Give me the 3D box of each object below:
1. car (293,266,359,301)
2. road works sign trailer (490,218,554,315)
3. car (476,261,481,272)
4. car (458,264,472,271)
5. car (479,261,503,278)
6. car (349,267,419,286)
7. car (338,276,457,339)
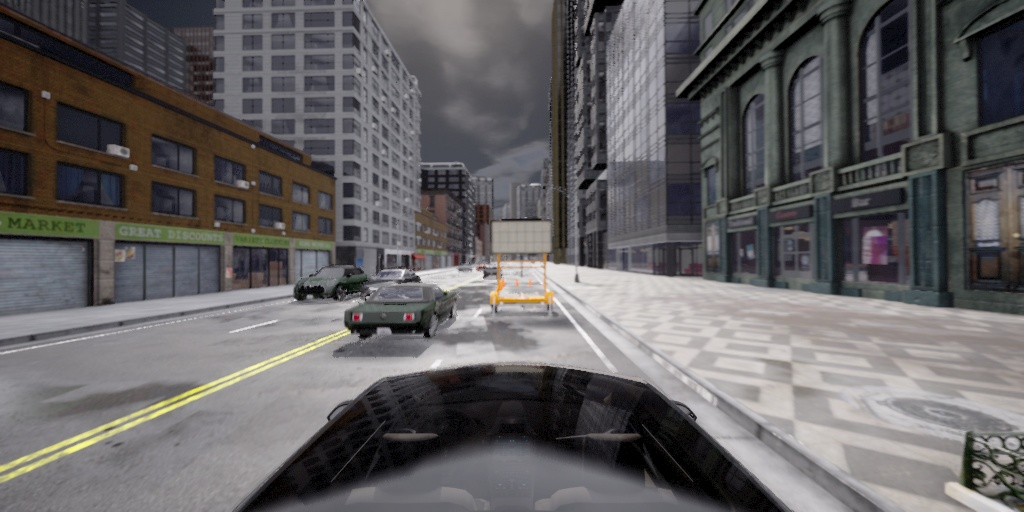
[{"bbox_3d":[-9.329,1.326,18.920,2.097,1.767,4.553,0,-1,2],"label":"car"},{"bbox_3d":[0.394,0.327,14.100,2.380,3.560,2.880,0,0,2],"label":"road works sign trailer"},{"bbox_3d":[-4.861,1.683,60.662,2.097,1.767,4.553,0,-1,2],"label":"car"},{"bbox_3d":[-8.063,1.964,61.742,1.895,1.301,4.718,0,-1,2],"label":"car"},{"bbox_3d":[-2.047,1.609,39.448,2.128,1.511,4.902,0,0,2],"label":"car"},{"bbox_3d":[-6.086,1.440,18.578,2.128,1.511,4.902,0,-1,2],"label":"car"},{"bbox_3d":[-2.864,1.452,10.443,1.895,1.301,4.718,0,-1,2],"label":"car"}]
